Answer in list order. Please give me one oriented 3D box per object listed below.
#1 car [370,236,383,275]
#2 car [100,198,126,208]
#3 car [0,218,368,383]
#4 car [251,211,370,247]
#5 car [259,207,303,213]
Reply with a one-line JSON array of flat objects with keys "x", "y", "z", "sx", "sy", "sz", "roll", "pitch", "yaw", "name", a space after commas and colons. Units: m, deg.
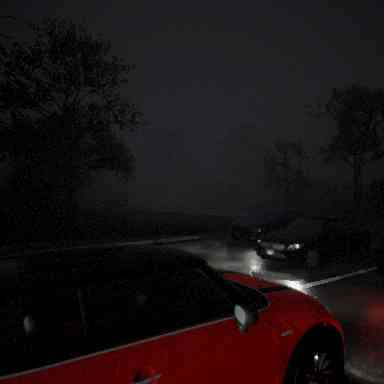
[{"x": 6.751, "y": 1.601, "z": 8.528, "sx": 4.718, "sy": 1.301, "sz": 1.895, "roll": 0, "pitch": 0, "yaw": -36, "name": "car"}, {"x": -12.321, "y": 1.662, "z": 51.626, "sx": 4.892, "sy": 1.490, "sz": 1.837, "roll": -1, "pitch": -1, "yaw": 38, "name": "car"}, {"x": -0.453, "y": 1.352, "z": 3.397, "sx": 4.553, "sy": 1.767, "sz": 2.097, "roll": 0, "pitch": 0, "yaw": -35, "name": "car"}, {"x": 4.230, "y": 1.526, "z": 11.238, "sx": 4.674, "sy": 1.442, "sz": 1.812, "roll": 0, "pitch": 0, "yaw": -35, "name": "car"}, {"x": 3.948, "y": 1.477, "z": 15.314, "sx": 5.008, "sy": 1.535, "sz": 1.882, "roll": 0, "pitch": 0, "yaw": -35, "name": "car"}]
